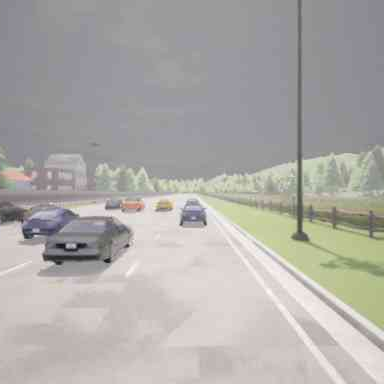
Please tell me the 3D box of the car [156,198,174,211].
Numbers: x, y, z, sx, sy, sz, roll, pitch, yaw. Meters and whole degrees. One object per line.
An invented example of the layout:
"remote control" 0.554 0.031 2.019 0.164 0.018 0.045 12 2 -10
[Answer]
"car" -3.409 1.532 42.198 1.882 1.535 5.008 0 0 0

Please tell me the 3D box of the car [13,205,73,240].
"car" -6.901 1.548 17.013 1.812 1.442 4.674 0 0 0

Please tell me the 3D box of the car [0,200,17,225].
"car" -13.907 1.383 23.951 2.097 1.767 4.553 0 0 0

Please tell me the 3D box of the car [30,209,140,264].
"car" -3.403 1.563 11.872 2.033 1.411 5.357 0 0 0

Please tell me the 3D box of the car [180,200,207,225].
"car" 0.096 1.557 24.306 1.812 1.442 4.674 0 0 0

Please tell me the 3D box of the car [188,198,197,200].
"car" 0.095 1.584 45.810 1.812 1.442 4.674 0 0 0

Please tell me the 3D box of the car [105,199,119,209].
"car" -10.410 1.623 45.341 1.994 1.385 4.181 0 0 0

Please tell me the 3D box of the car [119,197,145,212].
"car" -6.907 1.403 39.880 2.097 1.767 4.553 0 0 0
